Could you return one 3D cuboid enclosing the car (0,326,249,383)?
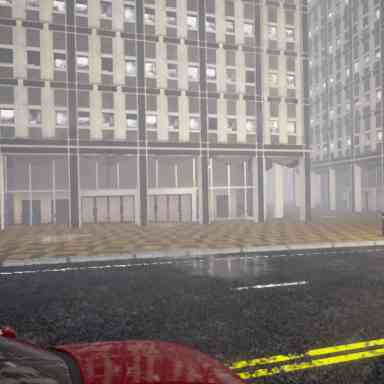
[{"bbox_3d":[-1.838,1.479,1.572,5.008,1.535,1.882,0,0,-18],"label":"car"}]
